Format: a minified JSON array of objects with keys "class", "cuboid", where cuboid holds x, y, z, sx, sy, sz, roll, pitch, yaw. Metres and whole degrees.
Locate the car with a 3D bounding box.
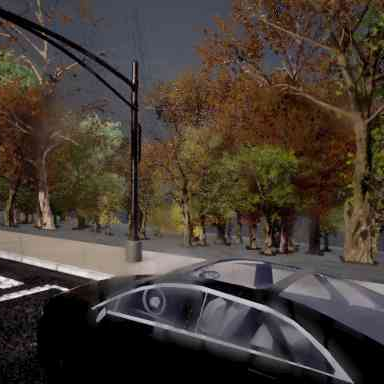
[{"class":"car","cuboid":[0.246,1.491,3.497,4.902,1.511,2.128,0,0,37]}]
